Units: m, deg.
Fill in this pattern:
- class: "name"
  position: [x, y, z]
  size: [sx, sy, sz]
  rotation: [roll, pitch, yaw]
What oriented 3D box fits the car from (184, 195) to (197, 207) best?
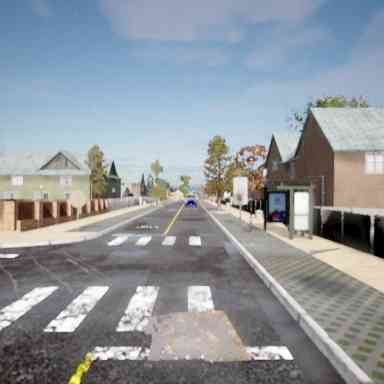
- class: "car"
  position: [-0.122, 1.716, 53.884]
  size: [1.812, 1.442, 4.674]
  rotation: [0, 0, 0]
